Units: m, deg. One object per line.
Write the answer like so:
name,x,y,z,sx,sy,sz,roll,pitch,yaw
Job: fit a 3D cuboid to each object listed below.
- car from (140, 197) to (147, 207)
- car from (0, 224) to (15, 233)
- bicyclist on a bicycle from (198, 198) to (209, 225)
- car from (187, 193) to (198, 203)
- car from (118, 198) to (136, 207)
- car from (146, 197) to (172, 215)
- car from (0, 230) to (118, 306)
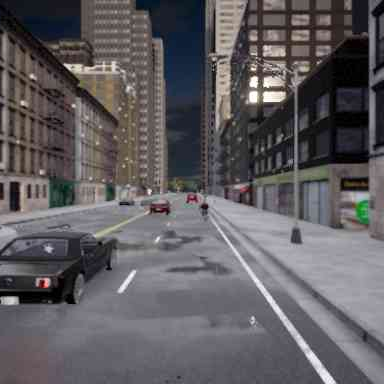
car,-6.541,1.497,50.007,1.812,1.442,4.674,0,0,0
car,-6.594,1.520,9.197,1.812,1.442,4.674,0,0,0
bicyclist on a bicycle,0.904,1.355,22.929,0.659,1.776,1.843,0,0,0
car,0.072,1.175,69.130,2.150,2.045,5.566,0,0,1
car,-9.790,1.573,50.030,1.895,1.301,4.718,0,0,1
car,-3.134,1.457,33.760,1.882,1.535,5.008,0,0,0
car,-3.145,1.595,7.985,1.895,1.301,4.718,0,0,0
